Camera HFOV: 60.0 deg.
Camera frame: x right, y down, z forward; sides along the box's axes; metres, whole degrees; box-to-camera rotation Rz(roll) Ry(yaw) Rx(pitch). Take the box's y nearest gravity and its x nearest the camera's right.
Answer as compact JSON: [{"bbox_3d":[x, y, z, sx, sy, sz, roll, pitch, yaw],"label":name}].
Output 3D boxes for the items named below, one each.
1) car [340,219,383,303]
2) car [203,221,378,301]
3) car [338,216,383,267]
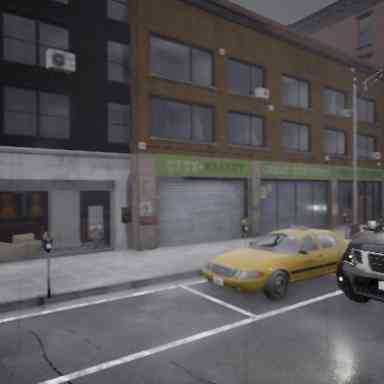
[{"bbox_3d":[5.417,1.223,7.205,5.566,2.045,2.150,0,0,-38],"label":"car"},{"bbox_3d":[2.508,1.526,8.330,4.829,1.417,1.752,0,0,-35],"label":"car"},{"bbox_3d":[7.122,1.585,11.621,4.206,1.307,1.802,0,-1,-35],"label":"car"}]
